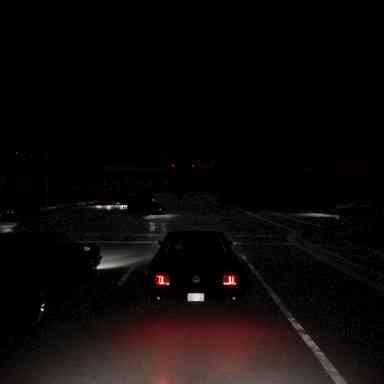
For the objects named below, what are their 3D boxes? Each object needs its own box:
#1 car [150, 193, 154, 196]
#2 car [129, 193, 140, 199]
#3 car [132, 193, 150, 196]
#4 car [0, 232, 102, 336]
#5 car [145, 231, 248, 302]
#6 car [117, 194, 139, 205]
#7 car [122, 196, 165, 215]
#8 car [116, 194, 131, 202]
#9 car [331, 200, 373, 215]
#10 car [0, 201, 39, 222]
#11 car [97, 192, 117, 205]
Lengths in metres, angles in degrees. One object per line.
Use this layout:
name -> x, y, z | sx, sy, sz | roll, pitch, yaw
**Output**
car -> -10.487, 1.003, 82.371 | 1.994, 1.385, 4.181 | 0, 1, 0
car -> -13.987, 0.992, 81.535 | 1.812, 1.442, 4.674 | 0, 1, 0
car -> -10.489, 1.243, 68.732 | 2.033, 1.411, 5.357 | 0, 1, 0
car -> -3.419, 1.547, 6.812 | 2.033, 1.411, 5.357 | 0, 0, 0
car -> 0.084, 1.601, 8.193 | 1.895, 1.301, 4.718 | 0, 0, 0
car -> -10.577, 1.435, 54.898 | 1.994, 1.385, 4.181 | 0, 1, 0
car -> -4.770, 1.489, 34.155 | 1.837, 1.490, 4.892 | -2, 2, -44
car -> -13.989, 1.186, 68.162 | 1.882, 1.535, 5.008 | 0, 1, 0
car -> 16.161, 1.526, 32.830 | 4.674, 1.442, 1.812 | 0, 0, -2
car -> -14.097, 1.491, 26.776 | 2.128, 1.511, 4.902 | 0, 0, 0
car -> -14.082, 1.087, 55.622 | 2.150, 2.045, 5.566 | 0, 1, 0
